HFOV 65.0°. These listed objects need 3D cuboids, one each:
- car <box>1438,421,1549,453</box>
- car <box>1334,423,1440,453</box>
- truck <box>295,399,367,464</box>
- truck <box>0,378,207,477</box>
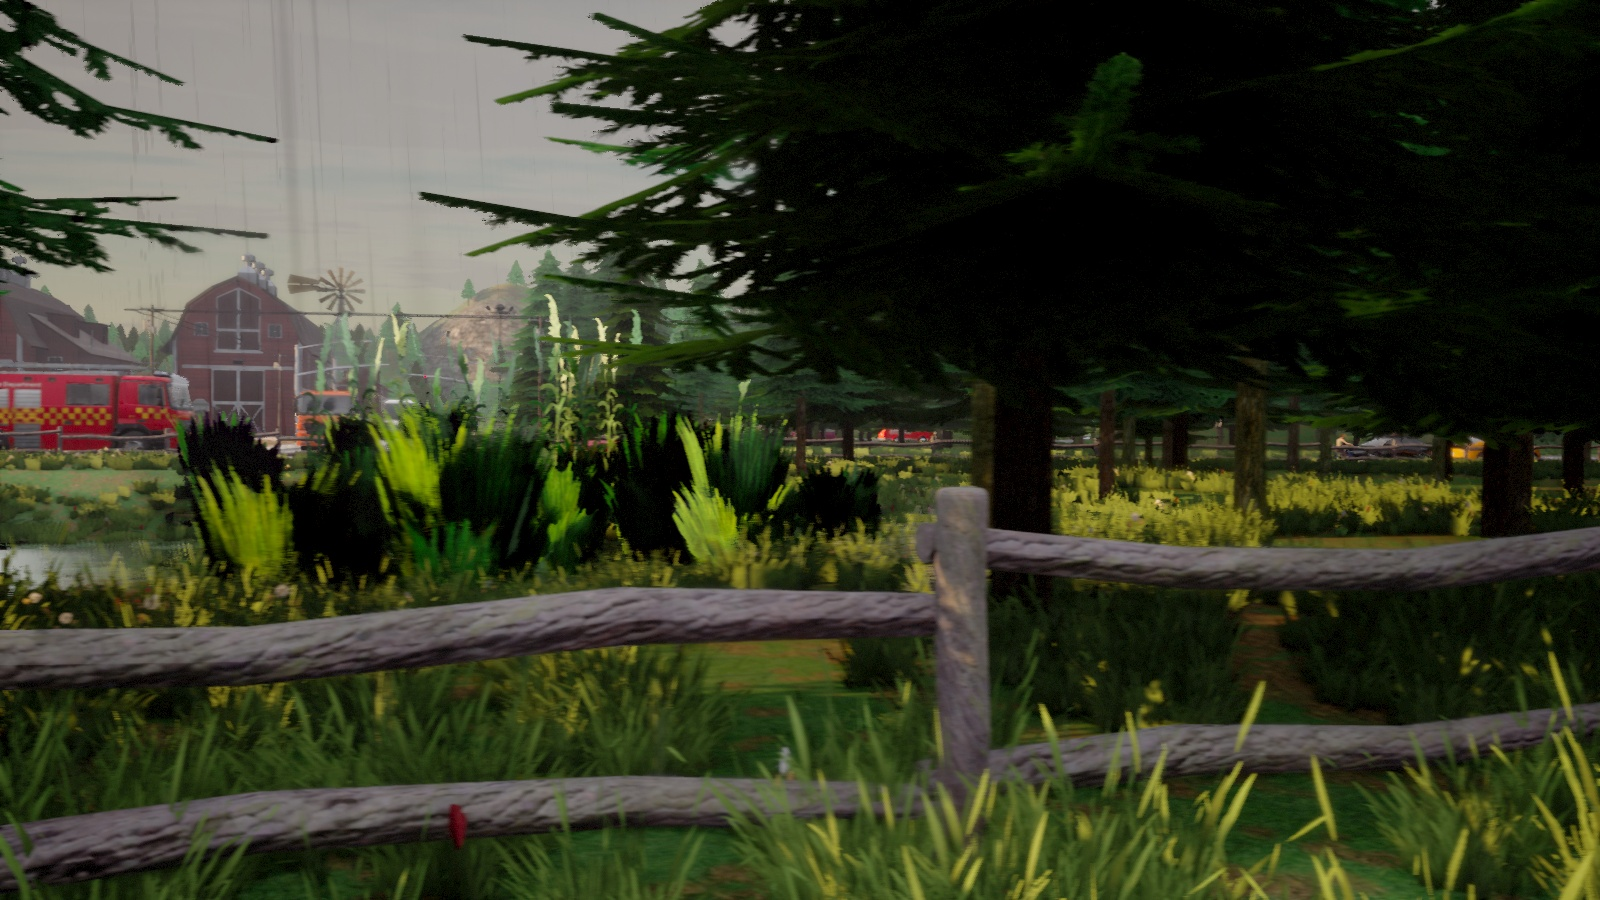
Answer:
[{"bbox_3d":[35.605,-0.685,64.508,5.008,1.535,1.882,-1,1,-13],"label":"car"},{"bbox_3d":[31.350,-0.659,67.093,4.792,1.488,2.163,-1,1,-13],"label":"car"},{"bbox_3d":[-26.290,-1.050,70.744,2.891,3.462,7.936,-1,1,-14],"label":"truck"},{"bbox_3d":[-28.773,-0.910,50.428,8.468,3.827,2.891,-1,1,-11],"label":"truck"}]
